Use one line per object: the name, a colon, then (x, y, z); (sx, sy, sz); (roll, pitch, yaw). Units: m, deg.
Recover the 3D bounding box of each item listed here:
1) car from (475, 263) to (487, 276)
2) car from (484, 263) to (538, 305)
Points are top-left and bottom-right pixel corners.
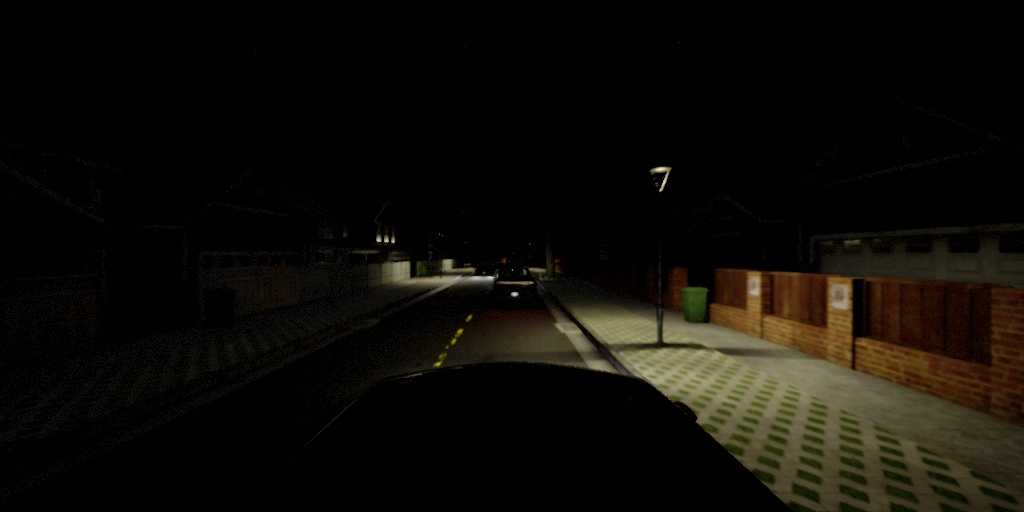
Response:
car: (-2.742, 1.336, 37.396); (1.895, 1.301, 4.718); (0, 0, 0)
car: (0.103, 1.238, 16.005); (2.128, 1.511, 4.902); (0, 0, 0)
